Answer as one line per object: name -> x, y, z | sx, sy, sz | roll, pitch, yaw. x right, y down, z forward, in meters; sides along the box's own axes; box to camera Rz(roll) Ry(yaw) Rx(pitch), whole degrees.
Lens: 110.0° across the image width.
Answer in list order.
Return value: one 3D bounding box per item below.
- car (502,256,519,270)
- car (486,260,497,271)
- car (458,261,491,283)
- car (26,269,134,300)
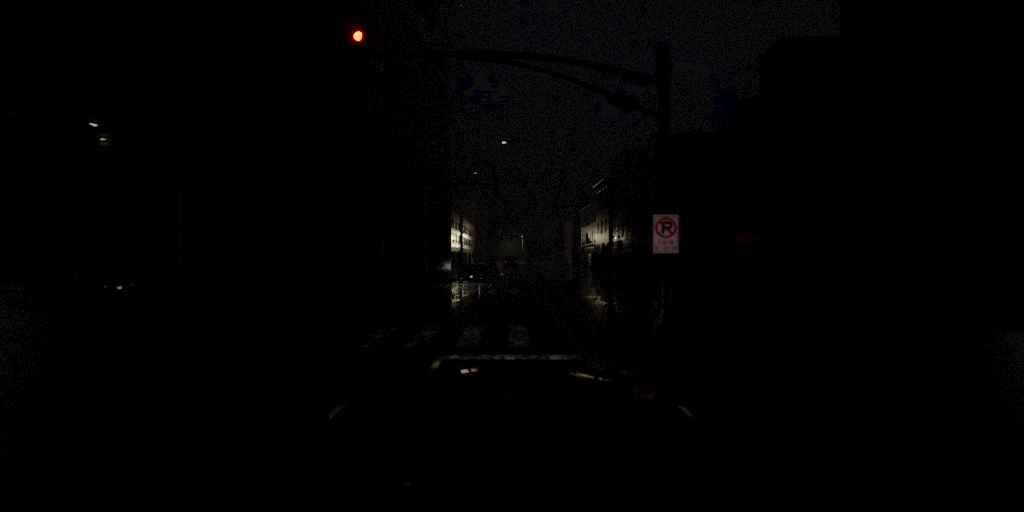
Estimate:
car -> -0.198, 0.979, 52.573 | 2.150, 2.045, 5.566 | 0, 0, 0
car -> -3.025, 1.303, 48.845 | 2.033, 1.411, 5.357 | 0, 0, 0
car -> -2.951, 1.314, 27.900 | 1.994, 1.385, 4.181 | 0, 0, 0
car -> -21.642, 1.374, 18.077 | 4.674, 1.442, 1.812 | 0, 0, 9
